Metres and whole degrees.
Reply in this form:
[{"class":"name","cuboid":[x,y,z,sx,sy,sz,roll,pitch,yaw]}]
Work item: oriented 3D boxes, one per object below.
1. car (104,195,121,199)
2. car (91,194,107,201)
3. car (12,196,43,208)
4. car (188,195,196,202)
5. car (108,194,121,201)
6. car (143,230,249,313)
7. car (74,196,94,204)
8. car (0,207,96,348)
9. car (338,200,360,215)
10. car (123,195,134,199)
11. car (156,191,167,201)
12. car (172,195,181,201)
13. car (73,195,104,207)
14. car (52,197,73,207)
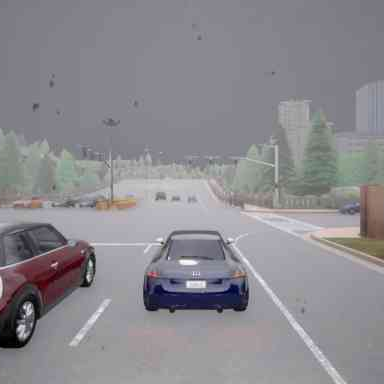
[{"class":"car","cuboid":[-14.074,1.564,58.479,1.994,1.385,4.181,0,0,0]},{"class":"car","cuboid":[-21.076,1.184,75.503,2.033,1.411,5.357,0,2,0]},{"class":"car","cuboid":[-21.089,1.351,42.771,2.097,1.767,4.553,0,0,0]},{"class":"car","cuboid":[-0.045,1.360,71.893,2.033,1.411,5.357,0,2,0]},{"class":"car","cuboid":[-17.575,1.243,75.340,1.895,1.301,4.718,0,2,0]},{"class":"car","cuboid":[0.078,1.564,7.739,1.994,1.385,4.181,0,0,0]},{"class":"car","cuboid":[-21.030,1.528,64.887,2.033,1.411,5.357,0,1,0]},{"class":"car","cuboid":[-3.431,1.352,6.443,2.097,1.767,4.553,0,0,0]},{"class":"car","cuboid":[17.097,1.526,33.157,4.674,1.442,1.812,0,0,0]},{"class":"car","cuboid":[-14.067,1.273,73.685,2.033,1.411,5.357,0,2,0]},{"class":"car","cuboid":[-7.082,0.818,76.643,2.150,2.045,5.566,0,3,0]},{"class":"car","cuboid":[-3.575,1.222,75.949,1.895,1.301,4.718,0,3,0]},{"class":"car","cuboid":[-14.050,1.492,45.628,2.128,1.511,4.902,0,0,-1]},{"class":"car","cuboid":[-17.588,1.492,45.711,2.128,1.511,4.902,0,0,0]}]
